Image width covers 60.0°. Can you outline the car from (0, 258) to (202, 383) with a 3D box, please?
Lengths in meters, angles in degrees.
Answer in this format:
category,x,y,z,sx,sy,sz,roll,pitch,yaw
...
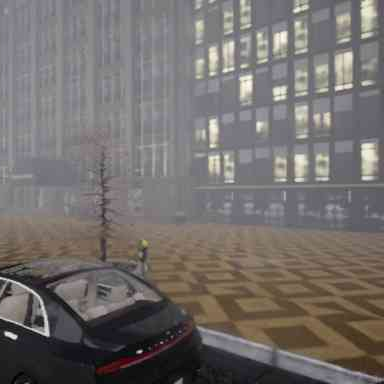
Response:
category,x,y,z,sx,sy,sz,roll,pitch,yaw
car,-1.949,1.556,4.270,4.403,1.369,2.008,0,0,36

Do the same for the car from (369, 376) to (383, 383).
category,x,y,z,sx,sy,sz,roll,pitch,yaw
car,2.547,1.438,1.063,4.097,1.590,1.967,0,0,36
